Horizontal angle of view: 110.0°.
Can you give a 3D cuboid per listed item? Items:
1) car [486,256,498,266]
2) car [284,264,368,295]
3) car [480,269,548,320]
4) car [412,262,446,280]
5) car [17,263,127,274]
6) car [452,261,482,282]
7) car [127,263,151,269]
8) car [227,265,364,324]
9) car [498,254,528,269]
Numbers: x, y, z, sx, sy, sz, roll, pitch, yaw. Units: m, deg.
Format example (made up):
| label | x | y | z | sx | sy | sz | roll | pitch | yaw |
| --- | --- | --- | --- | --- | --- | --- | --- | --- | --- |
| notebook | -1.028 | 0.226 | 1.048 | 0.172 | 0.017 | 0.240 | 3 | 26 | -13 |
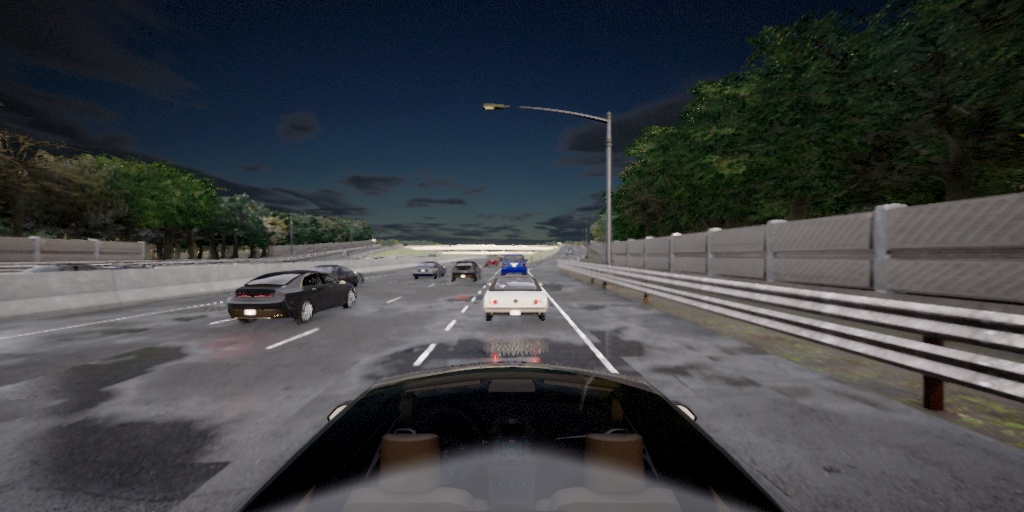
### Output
| label | x | y | z | sx | sy | sz | roll | pitch | yaw |
| --- | --- | --- | --- | --- | --- | --- | --- | --- | --- |
| car | -3.254 | 0.824 | 60.655 | 2.097 | 1.767 | 4.553 | 0 | 0 | 0 |
| car | -10.375 | 1.220 | 20.568 | 2.033 | 1.411 | 5.357 | 0 | 0 | 0 |
| car | 0.109 | 1.316 | 12.415 | 1.895 | 1.301 | 4.718 | 0 | 0 | 0 |
| car | -6.827 | 1.173 | 30.032 | 2.033 | 1.411 | 5.357 | 0 | 0 | 0 |
| car | -24.564 | 1.185 | 19.394 | 1.837 | 1.490 | 4.892 | 0 | 0 | 0 |
| car | -3.440 | 1.143 | 27.682 | 1.837 | 1.490 | 4.892 | 0 | 0 | 0 |
| car | -31.482 | 1.231 | 28.872 | 1.895 | 1.301 | 4.718 | 0 | 0 | 1 |
| car | -6.891 | 1.223 | 11.862 | 1.837 | 1.490 | 4.892 | 0 | 0 | 0 |
| car | 0.179 | 0.842 | 30.962 | 2.150 | 2.045 | 5.566 | 0 | 0 | 0 |
